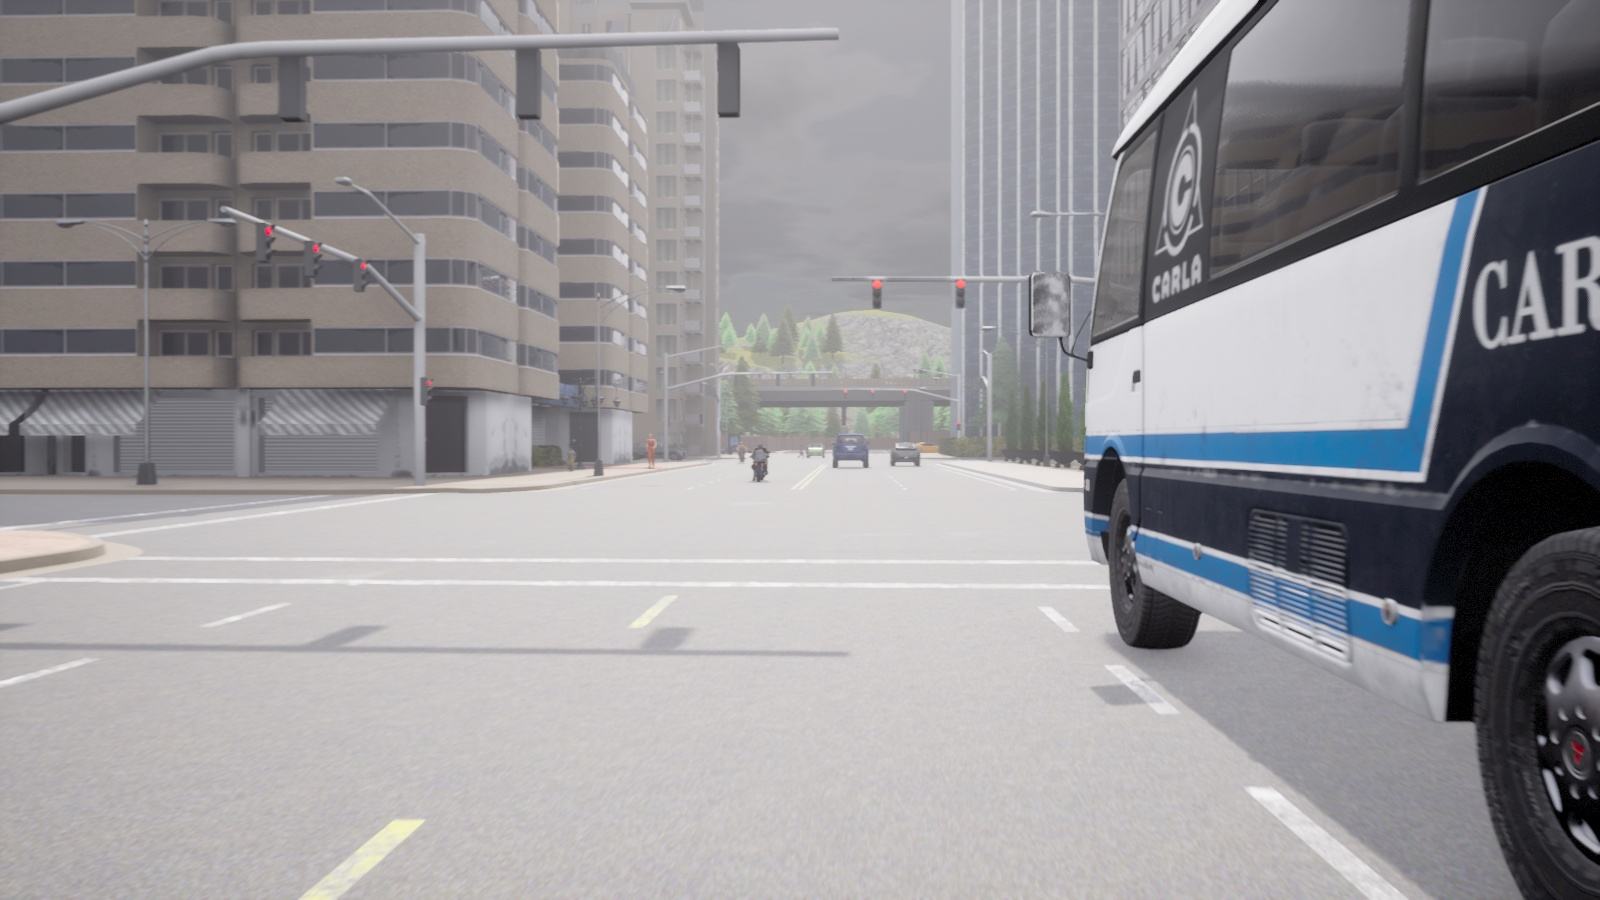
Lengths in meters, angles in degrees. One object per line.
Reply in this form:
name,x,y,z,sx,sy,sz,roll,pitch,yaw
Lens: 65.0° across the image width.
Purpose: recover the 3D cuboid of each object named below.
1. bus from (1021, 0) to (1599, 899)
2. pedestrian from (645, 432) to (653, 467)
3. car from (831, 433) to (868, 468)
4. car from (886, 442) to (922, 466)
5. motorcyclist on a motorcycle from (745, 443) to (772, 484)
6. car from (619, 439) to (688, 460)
bus,3.746,-0.659,5.981,3.944,4.253,10.273,0,0,2
pedestrian,-7.991,-0.011,66.574,0.345,1.836,0.594,0,0,2
car,2.993,0.037,76.399,2.150,2.045,5.566,0,0,2
car,6.675,0.253,81.004,2.128,1.511,4.902,0,0,2
motorcyclist on a motorcycle,-1.596,0.505,48.607,0.866,1.530,2.191,0,0,2
car,-11.347,-0.040,97.524,5.027,1.651,2.152,0,0,2
